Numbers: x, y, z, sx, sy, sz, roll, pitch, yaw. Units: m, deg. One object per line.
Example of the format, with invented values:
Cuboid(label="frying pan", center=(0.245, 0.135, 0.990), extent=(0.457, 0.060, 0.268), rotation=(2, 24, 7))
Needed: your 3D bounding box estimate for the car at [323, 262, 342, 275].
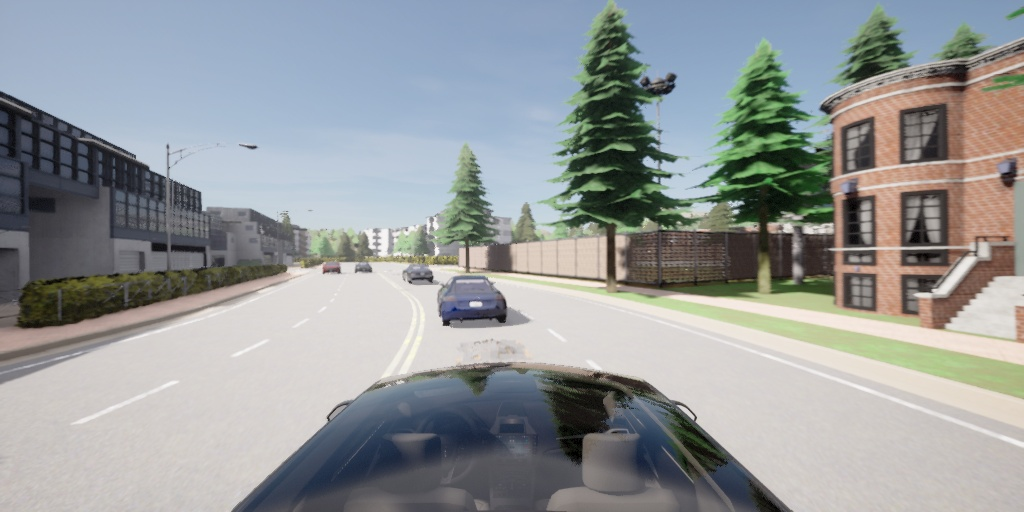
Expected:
Cuboid(label="car", center=(-21.937, 1.421, 43.854), extent=(1.882, 1.535, 5.008), rotation=(-1, 0, -23))

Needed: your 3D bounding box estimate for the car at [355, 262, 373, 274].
Cuboid(label="car", center=(-18.759, 1.472, 45.326), extent=(1.994, 1.385, 4.181), rotation=(-1, 0, -23))

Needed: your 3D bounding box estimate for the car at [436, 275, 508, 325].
Cuboid(label="car", center=(-1.456, 1.320, 11.992), extent=(1.994, 1.385, 4.181), rotation=(-1, 0, -13))

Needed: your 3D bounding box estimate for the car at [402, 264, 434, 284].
Cuboid(label="car", center=(-7.391, 1.351, 28.006), extent=(2.033, 1.411, 5.357), rotation=(-1, 0, -23))
